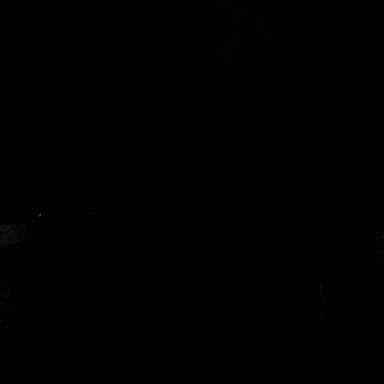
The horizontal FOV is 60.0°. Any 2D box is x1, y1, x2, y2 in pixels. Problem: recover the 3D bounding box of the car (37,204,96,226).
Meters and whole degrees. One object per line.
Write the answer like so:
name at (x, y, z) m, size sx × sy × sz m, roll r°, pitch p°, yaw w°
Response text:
car at (-10.554, 1.861, 28.103) m, size 4.553 × 1.767 × 2.097 m, roll -1°, pitch -1°, yaw 1°
